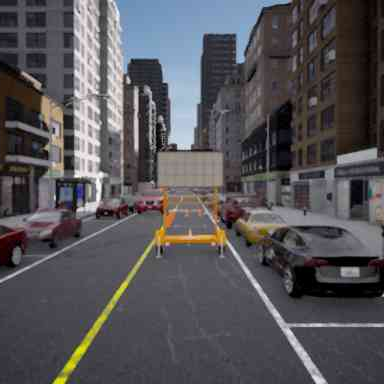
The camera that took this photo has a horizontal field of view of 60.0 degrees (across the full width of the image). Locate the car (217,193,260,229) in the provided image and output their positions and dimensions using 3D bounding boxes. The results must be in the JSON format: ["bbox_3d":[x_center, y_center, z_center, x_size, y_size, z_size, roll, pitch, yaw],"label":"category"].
[{"bbox_3d":[2.771,1.004,19.068,2.192,1.841,5.009,0,1,0],"label":"car"}]

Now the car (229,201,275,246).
[{"bbox_3d":[2.795,1.301,13.718,1.752,1.417,4.829,0,1,0],"label":"car"}]

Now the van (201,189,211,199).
[{"bbox_3d":[2.570,0.314,63.251,1.690,1.788,3.998,0,1,0],"label":"van"}]

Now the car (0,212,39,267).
[{"bbox_3d":[-5.705,1.414,7.967,1.887,1.381,4.507,0,1,0],"label":"car"}]

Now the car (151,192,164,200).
[{"bbox_3d":[-5.931,0.630,57.686,1.947,1.339,4.313,0,1,0],"label":"car"}]

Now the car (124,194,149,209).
[{"bbox_3d":[-5.830,0.988,35.589,1.947,1.339,4.313,0,1,0],"label":"car"}]

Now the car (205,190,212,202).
[{"bbox_3d":[2.695,0.861,35.638,1.967,1.590,4.097,0,1,0],"label":"car"}]

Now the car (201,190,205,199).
[{"bbox_3d":[2.645,0.792,46.686,2.008,1.369,4.403,0,1,0],"label":"car"}]

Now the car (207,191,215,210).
[{"bbox_3d":[2.720,0.950,30.116,1.967,1.590,4.097,0,1,0],"label":"car"}]

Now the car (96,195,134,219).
[{"bbox_3d":[-5.780,1.146,24.540,1.887,1.381,4.507,0,1,0],"label":"car"}]

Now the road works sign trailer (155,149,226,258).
[{"bbox_3d":[-0.055,0.270,11.898,2.380,3.560,2.880,0,1,0],"label":"road works sign trailer"}]

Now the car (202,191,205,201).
[{"bbox_3d":[2.670,0.882,41.163,2.008,1.369,4.403,0,1,0],"label":"car"}]

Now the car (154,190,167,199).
[{"bbox_3d":[-5.956,0.414,63.208,1.967,1.590,4.097,0,1,0],"label":"car"}]

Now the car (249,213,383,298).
[{"bbox_3d":[2.821,1.434,8.026,1.947,1.339,4.313,0,1,0],"label":"car"}]

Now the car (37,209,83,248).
[{"bbox_3d":[-5.730,1.362,13.492,1.802,1.307,4.206,0,1,0],"label":"car"}]

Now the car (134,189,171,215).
[{"bbox_3d":[-3.227,0.764,28.169,2.150,2.045,5.566,0,1,0],"label":"car"}]

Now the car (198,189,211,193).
[{"bbox_3d":[2.595,0.378,57.728,2.192,1.841,5.009,0,1,0],"label":"car"}]

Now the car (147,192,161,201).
[{"bbox_3d":[-5.906,0.735,52.162,1.802,1.307,4.206,0,1,0],"label":"car"}]

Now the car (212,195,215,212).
[{"bbox_3d":[2.744,1.122,24.764,1.752,1.417,4.829,0,1,0],"label":"car"}]

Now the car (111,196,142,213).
[{"bbox_3d":[-5.806,1.077,30.065,1.947,1.339,4.313,0,1,0],"label":"car"}]
